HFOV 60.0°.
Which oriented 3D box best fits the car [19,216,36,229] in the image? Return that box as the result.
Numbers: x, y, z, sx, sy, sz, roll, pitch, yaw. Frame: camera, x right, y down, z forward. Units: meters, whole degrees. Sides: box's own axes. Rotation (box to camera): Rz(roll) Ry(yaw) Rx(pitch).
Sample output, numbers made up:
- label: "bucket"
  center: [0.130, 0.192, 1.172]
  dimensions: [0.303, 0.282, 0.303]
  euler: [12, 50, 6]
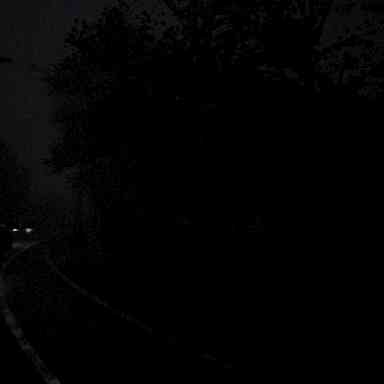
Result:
- label: "car"
  center: [-19.876, 3.654, 39.667]
  dimensions: [1.837, 1.490, 4.892]
  euler: [1, -6, -15]

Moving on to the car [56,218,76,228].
- label: "car"
  center: [-18.558, 4.445, 48.253]
  dimensions: [2.033, 1.411, 5.357]
  euler: [1, -5, -15]

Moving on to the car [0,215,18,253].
- label: "car"
  center: [-8.320, 1.751, 12.848]
  dimensions: [1.994, 1.385, 4.181]
  euler: [1, -2, -19]
